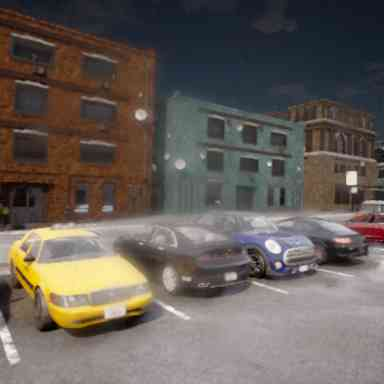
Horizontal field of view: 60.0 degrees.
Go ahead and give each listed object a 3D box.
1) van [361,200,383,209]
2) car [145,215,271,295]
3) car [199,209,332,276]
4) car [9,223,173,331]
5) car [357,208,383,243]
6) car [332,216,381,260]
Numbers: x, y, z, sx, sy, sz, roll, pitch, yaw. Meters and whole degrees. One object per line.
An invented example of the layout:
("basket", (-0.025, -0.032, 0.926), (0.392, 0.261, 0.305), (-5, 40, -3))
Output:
("van", (10.749, 1.456, 17.253), (1.878, 1.987, 4.442), (1, 0, -36))
("car", (-0.563, 1.534, 9.035), (2.231, 1.521, 4.892), (1, 0, -35))
("car", (1.684, 1.438, 10.683), (2.185, 1.767, 4.553), (1, 0, -35))
("car", (-2.725, 1.498, 7.273), (1.946, 1.575, 5.366), (1, 0, -35))
("car", (8.481, 1.682, 15.527), (2.163, 1.488, 4.792), (1, 0, -35))
("car", (3.967, 1.633, 12.270), (2.002, 1.452, 4.674), (1, 0, -35))
